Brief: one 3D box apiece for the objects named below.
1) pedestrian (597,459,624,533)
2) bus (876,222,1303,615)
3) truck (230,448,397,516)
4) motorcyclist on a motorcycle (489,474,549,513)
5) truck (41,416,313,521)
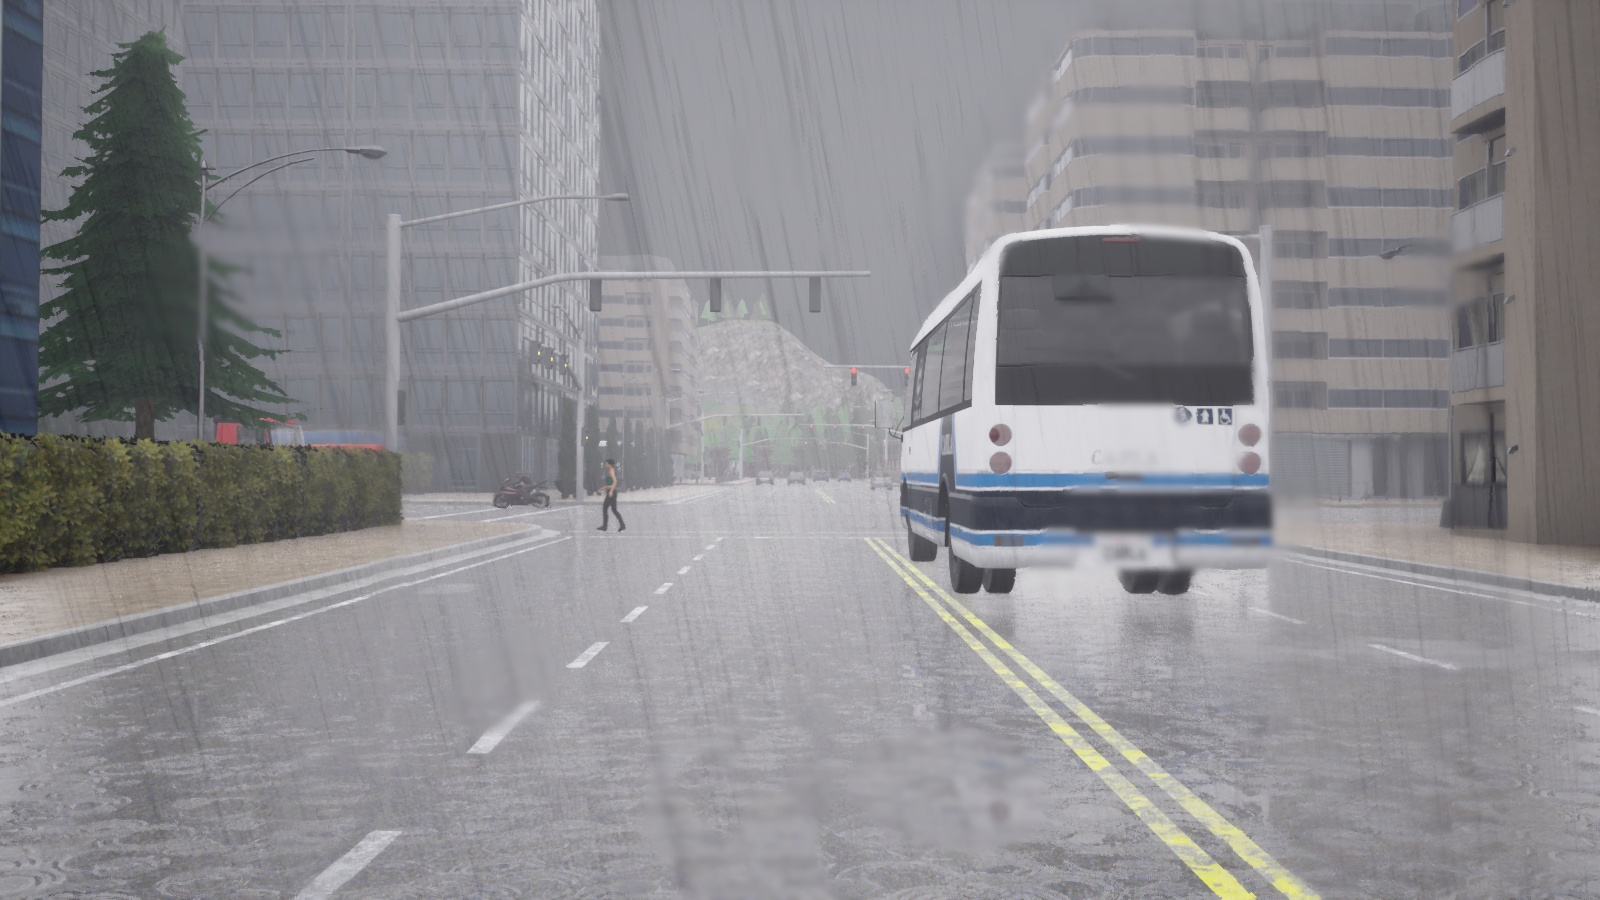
[{"bbox_3d":[-4.744,1.153,31.493,0.594,1.836,0.345,0,-1,6],"label":"pedestrian"},{"bbox_3d":[3.446,-0.262,18.756,3.944,4.253,10.273,0,-1,0],"label":"bus"},{"bbox_3d":[-18.076,1.186,46.899,5.204,2.467,2.627,0,-1,-1],"label":"truck"},{"bbox_3d":[-11.283,1.740,50.476,2.191,1.530,0.866,0,-1,-1],"label":"motorcyclist on a motorcycle"},{"bbox_3d":[-21.336,0.644,43.366,7.936,3.462,2.891,0,-1,-1],"label":"truck"}]
